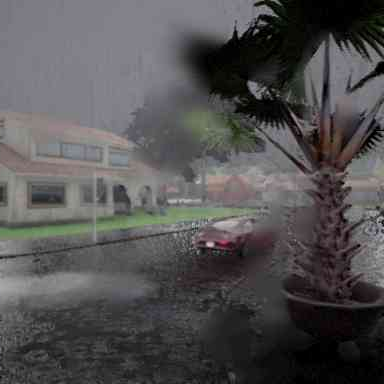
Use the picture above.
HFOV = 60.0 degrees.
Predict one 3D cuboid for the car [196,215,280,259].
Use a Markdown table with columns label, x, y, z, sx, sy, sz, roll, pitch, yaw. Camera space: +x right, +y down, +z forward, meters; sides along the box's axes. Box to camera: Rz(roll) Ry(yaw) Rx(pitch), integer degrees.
| label | x | y | z | sx | sy | sz | roll | pitch | yaw |
| --- | --- | --- | --- | --- | --- | --- | --- | --- | --- |
| car | 1.950 | 1.649 | 13.319 | 1.812 | 1.442 | 4.674 | 0 | -1 | 35 |

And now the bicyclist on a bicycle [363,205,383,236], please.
| label | x | y | z | sx | sy | sz | roll | pitch | yaw |
| --- | --- | --- | --- | --- | --- | --- | --- | --- | --- |
| bicyclist on a bicycle | 9.739 | 1.522 | 17.118 | 1.656 | 1.620 | 0.582 | -1 | -1 | 33 |
